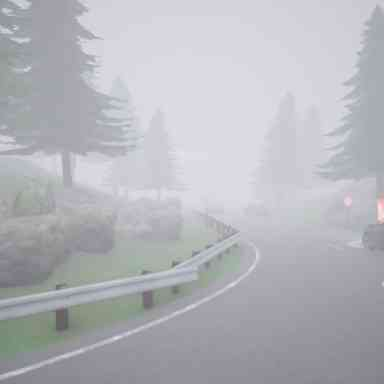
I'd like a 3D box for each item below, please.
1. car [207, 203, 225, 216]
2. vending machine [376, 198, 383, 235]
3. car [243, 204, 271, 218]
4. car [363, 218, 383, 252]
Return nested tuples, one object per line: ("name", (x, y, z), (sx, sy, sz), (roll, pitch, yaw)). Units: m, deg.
("car", (2.919, 2.055, 40.921), (1.882, 1.535, 5.008), (-1, -1, -3))
("vending machine", (11.386, 1.370, 19.129), (1.100, 2.100, 0.880), (-1, -1, -4))
("car", (6.893, 2.008, 35.648), (2.033, 1.411, 5.357), (-1, -1, -3))
("car", (7.606, 1.596, 11.838), (2.128, 1.511, 4.902), (0, -1, 13))
